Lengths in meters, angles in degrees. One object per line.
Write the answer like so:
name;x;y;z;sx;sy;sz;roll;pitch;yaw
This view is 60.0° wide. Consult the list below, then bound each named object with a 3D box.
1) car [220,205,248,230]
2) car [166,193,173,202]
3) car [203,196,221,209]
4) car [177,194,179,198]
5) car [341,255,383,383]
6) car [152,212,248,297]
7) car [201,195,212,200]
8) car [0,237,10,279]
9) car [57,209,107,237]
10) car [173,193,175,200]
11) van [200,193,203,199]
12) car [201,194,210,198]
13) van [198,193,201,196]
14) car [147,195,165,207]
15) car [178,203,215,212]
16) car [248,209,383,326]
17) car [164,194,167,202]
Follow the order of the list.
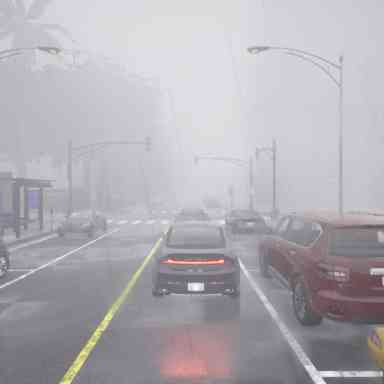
car;2.788;1.561;17.833;1.947;1.339;4.313;0;0;0
car;-5.654;1.391;71.404;1.967;1.590;4.097;0;0;0
car;2.829;1.544;44.269;1.947;1.339;4.313;0;0;0
car;-5.621;1.232;93.085;2.192;1.841;5.009;0;0;0
car;2.763;1.525;1.727;1.752;1.417;4.829;0;0;0
car;0.089;1.503;8.565;1.837;1.490;4.892;0;0;0
car;2.837;1.540;49.690;1.947;1.339;4.313;0;0;0
car;-5.755;1.439;7.011;1.967;1.590;4.097;0;0;0
car;-5.738;1.577;17.864;1.802;1.307;4.206;0;0;0
car;-5.646;1.258;76.824;2.192;1.841;5.009;0;0;0
van;2.854;1.305;60.530;1.690;1.788;3.998;0;0;0
car;2.846;1.494;55.280;1.752;1.417;4.829;0;0;0
van;2.888;1.276;82.212;1.690;1.788;3.998;0;0;0
car;-5.688;1.525;49.723;2.008;1.369;4.403;0;0;0
car;0.031;1.558;18.593;1.994;1.385;4.181;0;0;0
car;2.770;1.314;6.982;2.192;1.841;5.009;0;0;0
car;-5.680;1.409;55.143;1.967;1.590;4.097;0;0;0
